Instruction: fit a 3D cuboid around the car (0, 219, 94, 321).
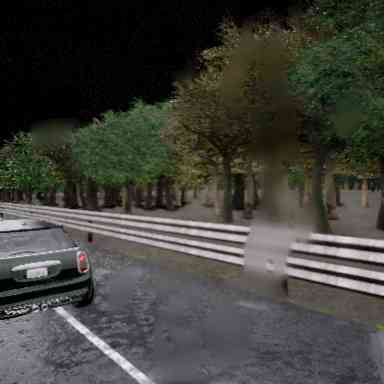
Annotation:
[{"bbox_3d":[-3.883,1.360,7.122,2.097,1.767,4.553,-2,1,-39],"label":"car"}]
